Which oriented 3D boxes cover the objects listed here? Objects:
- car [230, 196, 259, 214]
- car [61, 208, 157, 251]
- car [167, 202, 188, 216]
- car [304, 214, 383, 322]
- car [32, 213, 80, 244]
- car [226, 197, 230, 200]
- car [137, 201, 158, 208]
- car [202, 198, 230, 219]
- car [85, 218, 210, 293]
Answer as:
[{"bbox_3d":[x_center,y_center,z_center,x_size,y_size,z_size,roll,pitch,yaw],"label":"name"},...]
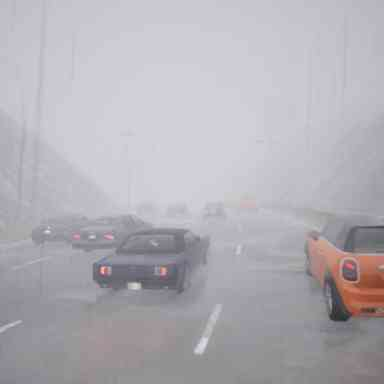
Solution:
[{"bbox_3d":[5.543,1.230,34.674,2.097,1.767,4.553,-2,0,1],"label":"car"},{"bbox_3d":[-3.203,1.679,14.598,2.033,1.411,5.357,-2,0,10],"label":"car"},{"bbox_3d":[-1.401,1.707,33.975,1.895,1.301,4.718,-2,0,1],"label":"car"},{"bbox_3d":[3.652,1.243,7.009,2.097,1.767,4.553,-2,0,12],"label":"car"},{"bbox_3d":[-6.360,1.805,17.345,1.994,1.385,4.181,-2,0,9],"label":"car"},{"bbox_3d":[5.300,1.382,45.075,1.882,1.535,5.008,-2,0,-4],"label":"car"},{"bbox_3d":[-4.920,1.732,36.680,1.837,1.490,4.892,-2,0,0],"label":"car"},{"bbox_3d":[1.887,1.535,28.409,2.033,1.411,5.357,-2,0,3],"label":"car"},{"bbox_3d":[-0.725,1.641,9.038,1.895,1.301,4.718,-2,0,12],"label":"car"}]
